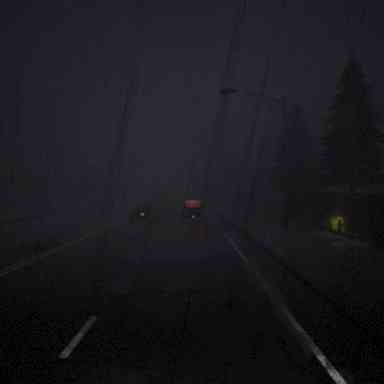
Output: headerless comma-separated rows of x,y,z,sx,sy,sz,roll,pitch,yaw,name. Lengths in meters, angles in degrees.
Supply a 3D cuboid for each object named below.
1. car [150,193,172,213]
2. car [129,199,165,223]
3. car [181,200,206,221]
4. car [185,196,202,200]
-3.415,1.146,36.113,2.150,2.045,5.566,0,0,0,car
-3.410,1.511,25.009,1.994,1.385,4.181,0,0,0,car
0.098,1.544,26.843,1.895,1.301,4.718,0,0,0,car
0.168,1.266,41.020,2.097,1.767,4.553,0,0,2,car
